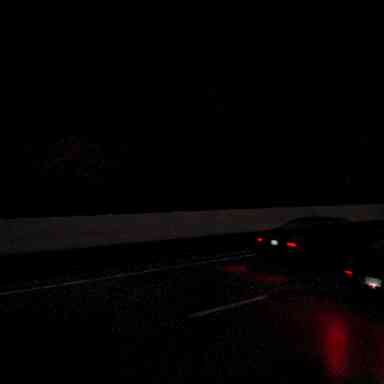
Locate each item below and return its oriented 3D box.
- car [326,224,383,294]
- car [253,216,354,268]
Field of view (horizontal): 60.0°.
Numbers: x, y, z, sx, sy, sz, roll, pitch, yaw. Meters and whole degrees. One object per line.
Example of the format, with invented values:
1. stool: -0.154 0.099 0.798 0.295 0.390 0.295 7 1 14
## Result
1. car: 5.300 1.525 7.580 4.674 1.442 1.812 0 0 -35
2. car: 4.490 1.546 11.289 5.357 1.411 2.033 0 0 -35
